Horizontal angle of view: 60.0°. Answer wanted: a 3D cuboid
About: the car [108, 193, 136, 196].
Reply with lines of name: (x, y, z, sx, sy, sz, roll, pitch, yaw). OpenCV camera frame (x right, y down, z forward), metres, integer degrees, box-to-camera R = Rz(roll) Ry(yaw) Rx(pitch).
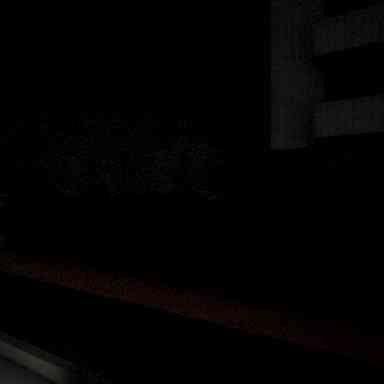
car: (-7.910, 1.118, 34.921, 2.150, 2.045, 5.566, 0, 0, 36)
